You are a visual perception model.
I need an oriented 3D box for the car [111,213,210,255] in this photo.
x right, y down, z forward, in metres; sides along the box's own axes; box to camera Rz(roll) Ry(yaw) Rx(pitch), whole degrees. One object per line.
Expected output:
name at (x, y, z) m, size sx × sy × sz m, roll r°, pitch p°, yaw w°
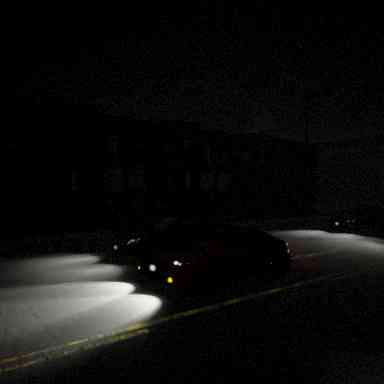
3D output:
car at (-0.597, 1.526, 12.202) m, size 4.674 × 1.442 × 1.812 m, roll 0°, pitch 0°, yaw -36°

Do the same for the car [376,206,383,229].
car at (11.534, 1.477, 16.651) m, size 5.008 × 1.535 × 1.882 m, roll 0°, pitch 0°, yaw -36°

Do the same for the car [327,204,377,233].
car at (10.006, 1.503, 19.864) m, size 4.892 × 1.490 × 1.837 m, roll 0°, pitch 0°, yaw -36°

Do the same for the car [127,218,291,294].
car at (0.707, 1.564, 8.831) m, size 4.181 × 1.385 × 1.994 m, roll 0°, pitch 0°, yaw -36°
